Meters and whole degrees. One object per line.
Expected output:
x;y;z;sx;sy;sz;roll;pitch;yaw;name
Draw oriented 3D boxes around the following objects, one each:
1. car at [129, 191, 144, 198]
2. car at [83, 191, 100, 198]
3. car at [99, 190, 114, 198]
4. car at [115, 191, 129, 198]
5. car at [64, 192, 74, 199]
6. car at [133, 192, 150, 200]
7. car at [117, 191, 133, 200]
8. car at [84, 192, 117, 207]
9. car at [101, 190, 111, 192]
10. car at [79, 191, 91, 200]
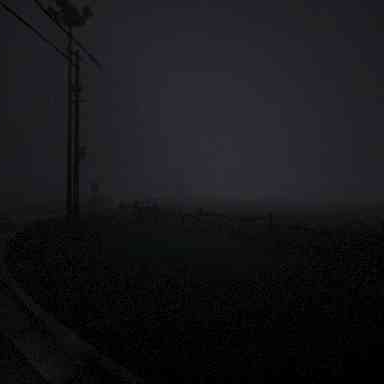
-12.555;0.612;75.834;2.033;1.411;5.357;1;0;4;car
-23.028;0.498;76.586;2.033;1.411;5.357;1;0;4;car
-19.537;0.352;76.304;2.097;1.767;4.553;1;0;4;car
-16.046;0.587;76.085;1.994;1.385;4.181;1;0;4;car
-23.776;0.686;66.194;1.837;1.490;4.892;1;0;4;car
-9.740;0.828;66.093;1.882;1.535;5.008;1;1;4;car
-13.264;0.667;65.965;2.097;1.767;4.553;1;0;4;car
-11.404;1.042;41.590;1.837;1.490;4.892;1;0;4;car
-16.795;0.828;65.693;2.033;1.411;5.357;1;0;4;car
-20.285;0.719;65.943;1.882;1.535;5.008;1;0;4;car
